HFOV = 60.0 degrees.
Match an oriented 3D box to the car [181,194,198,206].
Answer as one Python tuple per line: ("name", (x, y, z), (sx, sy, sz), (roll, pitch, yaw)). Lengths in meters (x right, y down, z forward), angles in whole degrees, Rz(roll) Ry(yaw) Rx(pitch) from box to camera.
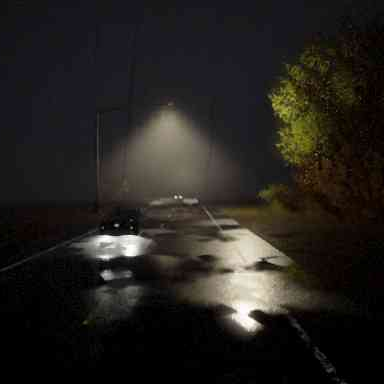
("car", (-0.210, 1.280, 45.819), (1.895, 1.301, 4.718), (0, 0, 0))

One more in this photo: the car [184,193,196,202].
("car", (-0.344, 1.046, 63.963), (2.128, 1.511, 4.902), (0, 0, 0))

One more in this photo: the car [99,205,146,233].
("car", (-3.719, 1.440, 18.442), (1.994, 1.385, 4.181), (0, 0, 0))
